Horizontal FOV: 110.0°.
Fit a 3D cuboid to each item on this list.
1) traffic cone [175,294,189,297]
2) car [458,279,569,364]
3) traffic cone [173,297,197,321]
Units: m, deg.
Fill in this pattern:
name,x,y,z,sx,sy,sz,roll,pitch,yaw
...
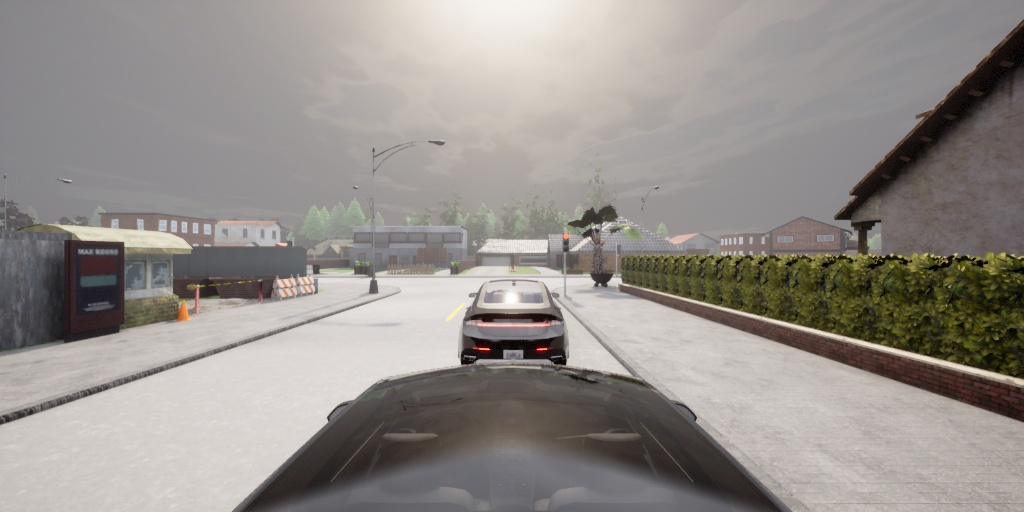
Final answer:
name,x,y,z,sx,sy,sz,roll,pitch,yaw
traffic cone,-10.392,1.568,11.070,0.344,0.586,0.344,0,0,0
car,0.042,1.242,7.724,2.128,1.511,4.902,0,0,1
traffic cone,-9.672,1.598,10.550,0.344,0.586,0.344,0,0,0
